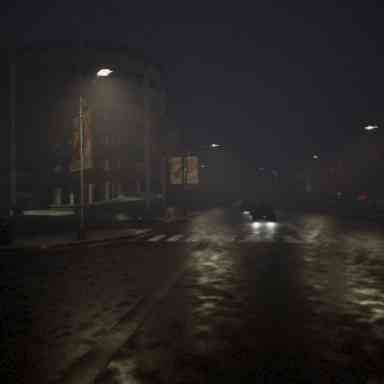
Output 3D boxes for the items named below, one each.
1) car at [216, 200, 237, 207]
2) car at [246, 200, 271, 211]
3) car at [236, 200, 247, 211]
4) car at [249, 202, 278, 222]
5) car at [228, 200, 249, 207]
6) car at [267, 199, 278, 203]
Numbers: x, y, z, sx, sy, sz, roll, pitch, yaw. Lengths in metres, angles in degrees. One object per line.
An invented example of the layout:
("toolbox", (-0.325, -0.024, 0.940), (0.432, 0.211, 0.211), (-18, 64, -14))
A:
("car", (6.894, 2.449, 69.358), (1.812, 1.442, 4.674), (0, -1, -34))
("car", (8.128, 2.069, 40.908), (2.033, 1.411, 5.357), (-1, -1, 7))
("car", (8.715, 2.152, 51.392), (1.882, 1.535, 5.008), (-1, -1, -4))
("car", (6.549, 1.949, 30.566), (1.994, 1.385, 4.181), (-1, -1, 9))
("car", (9.942, 2.423, 71.077), (1.812, 1.442, 4.674), (0, -1, -34))
("car", (14.015, 2.113, 61.840), (2.097, 1.767, 4.553), (0, -1, -19))
